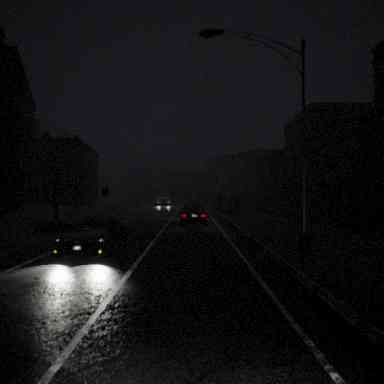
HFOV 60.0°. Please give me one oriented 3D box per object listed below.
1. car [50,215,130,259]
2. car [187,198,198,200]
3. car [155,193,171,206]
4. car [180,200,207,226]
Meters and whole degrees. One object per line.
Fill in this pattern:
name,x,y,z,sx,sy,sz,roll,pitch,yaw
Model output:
car,-3.605,1.566,12.449,1.994,1.385,4.181,0,0,0
car,0.004,1.499,41.908,2.128,1.511,4.902,0,0,-1
car,-4.912,1.219,55.646,2.150,2.045,5.566,0,0,-10
car,0.089,1.552,23.562,2.033,1.411,5.357,0,0,0
